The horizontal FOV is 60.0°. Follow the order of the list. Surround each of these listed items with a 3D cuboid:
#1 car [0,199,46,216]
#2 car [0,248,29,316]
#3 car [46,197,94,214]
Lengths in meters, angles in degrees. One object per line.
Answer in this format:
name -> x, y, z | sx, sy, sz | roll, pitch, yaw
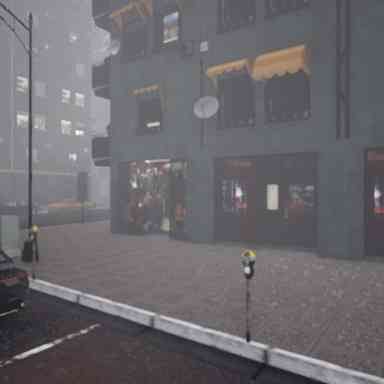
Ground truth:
car -> -14.369, 1.280, 26.317 | 2.008, 1.369, 4.403 | 1, 1, 35
car -> -4.811, 1.532, 6.305 | 4.403, 1.369, 2.008 | 0, 0, 36
car -> -11.278, 1.180, 30.742 | 1.752, 1.417, 4.829 | 1, 1, 35
